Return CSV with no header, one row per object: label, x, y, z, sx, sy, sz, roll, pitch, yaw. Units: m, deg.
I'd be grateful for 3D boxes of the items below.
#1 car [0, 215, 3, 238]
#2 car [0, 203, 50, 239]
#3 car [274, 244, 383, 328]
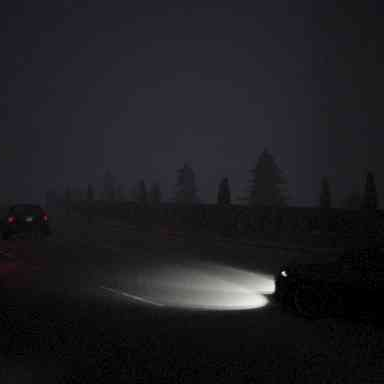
car,-8.414,1.527,11.613,4.674,1.442,1.812,0,0,44
car,-9.303,1.359,17.675,2.097,1.767,4.553,0,0,-42
car,3.630,1.584,5.865,4.181,1.385,1.994,0,0,36
